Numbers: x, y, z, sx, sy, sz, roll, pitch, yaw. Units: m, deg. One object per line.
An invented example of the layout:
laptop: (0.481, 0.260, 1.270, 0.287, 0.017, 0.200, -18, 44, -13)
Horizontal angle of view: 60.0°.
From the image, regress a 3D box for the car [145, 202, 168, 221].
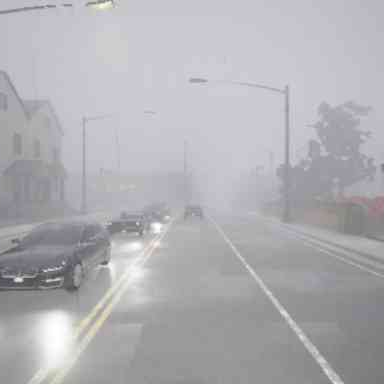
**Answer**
car: (-3.536, 1.858, 30.132, 1.895, 1.301, 4.718, 0, -1, 0)

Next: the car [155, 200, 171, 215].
car: (-3.481, 1.711, 37.312, 2.097, 1.767, 4.553, 0, 0, 0)

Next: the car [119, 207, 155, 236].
car: (-3.547, 1.769, 19.572, 1.895, 1.301, 4.718, 0, 0, 0)

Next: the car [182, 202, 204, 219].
car: (0.112, 1.778, 32.046, 1.837, 1.490, 4.892, 0, 0, 0)

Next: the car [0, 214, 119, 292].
car: (-3.587, 1.585, 9.308, 1.837, 1.490, 4.892, 0, 0, 0)
